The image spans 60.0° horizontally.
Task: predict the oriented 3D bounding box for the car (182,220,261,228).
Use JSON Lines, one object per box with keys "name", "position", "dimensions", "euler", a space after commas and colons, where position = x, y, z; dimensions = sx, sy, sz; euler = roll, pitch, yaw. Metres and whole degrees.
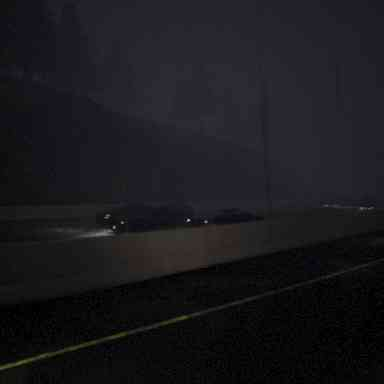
{"name": "car", "position": [1.895, 1.616, 18.955], "dimensions": [4.718, 1.301, 1.895], "euler": [0, 0, -40]}
